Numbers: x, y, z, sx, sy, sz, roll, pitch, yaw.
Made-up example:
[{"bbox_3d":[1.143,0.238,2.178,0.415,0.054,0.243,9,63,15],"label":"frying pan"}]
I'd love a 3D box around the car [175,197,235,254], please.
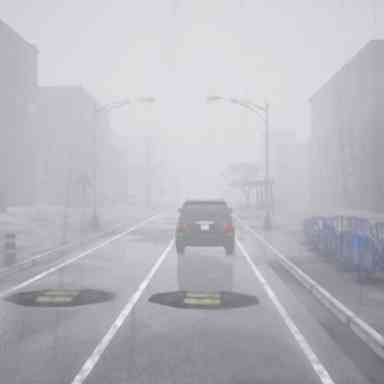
[{"bbox_3d":[0.557,1.275,13.940,2.150,2.045,5.566,0,0,2],"label":"car"}]

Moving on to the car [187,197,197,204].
[{"bbox_3d":[-0.015,1.835,70.980,1.994,1.385,4.181,0,0,2],"label":"car"}]

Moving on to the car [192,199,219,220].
[{"bbox_3d":[1.211,1.474,29.201,2.128,1.511,4.902,0,0,3],"label":"car"}]
